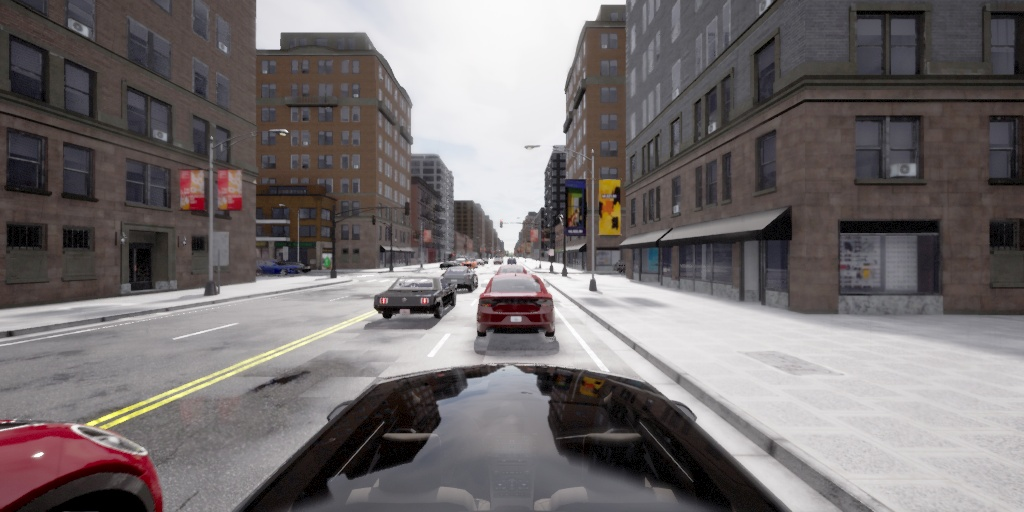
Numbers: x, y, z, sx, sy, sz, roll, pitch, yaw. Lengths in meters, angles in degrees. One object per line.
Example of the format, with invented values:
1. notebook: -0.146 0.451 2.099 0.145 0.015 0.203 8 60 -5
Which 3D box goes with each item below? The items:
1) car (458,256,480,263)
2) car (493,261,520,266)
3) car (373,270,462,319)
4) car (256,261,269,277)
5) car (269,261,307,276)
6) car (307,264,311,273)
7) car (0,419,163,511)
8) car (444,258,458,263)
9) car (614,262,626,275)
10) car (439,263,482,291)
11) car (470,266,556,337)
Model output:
1. car: -6.604 1.095 55.480 2.097 1.767 4.553 0 0 0
2. car: -0.004 1.227 19.881 1.882 1.535 5.008 0 0 0
3. car: -3.153 1.351 12.785 1.895 1.301 4.718 0 0 0
4. car: -25.424 1.170 33.129 4.097 1.591 1.967 0 0 0
5. car: -23.716 1.218 35.660 5.008 1.535 1.882 0 0 0
6. car: -25.385 1.327 41.154 4.313 1.339 1.948 0 0 0
7. car: -3.152 1.102 0.244 2.097 1.767 4.553 0 0 0
8. car: -9.854 1.344 55.015 1.895 1.301 4.718 0 0 0
9. car: 13.958 1.010 38.781 5.566 2.045 2.150 0 0 0
10. car: -3.156 1.313 21.542 1.994 1.385 4.181 0 0 0
11. car: 0.099 1.228 10.310 1.882 1.535 5.008 0 0 0
